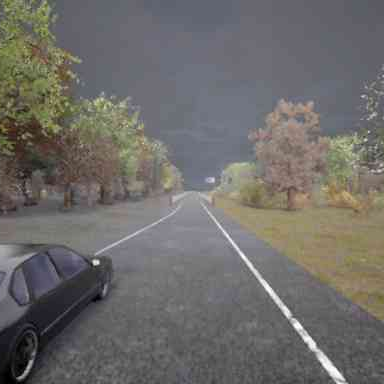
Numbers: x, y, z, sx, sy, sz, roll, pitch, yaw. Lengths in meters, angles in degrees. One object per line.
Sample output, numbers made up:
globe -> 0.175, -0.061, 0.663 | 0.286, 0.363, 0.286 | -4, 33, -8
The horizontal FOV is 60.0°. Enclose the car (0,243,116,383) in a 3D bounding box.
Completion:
car -> -2.759, 1.526, 5.213 | 2.033, 1.411, 5.357 | 0, 0, 2
